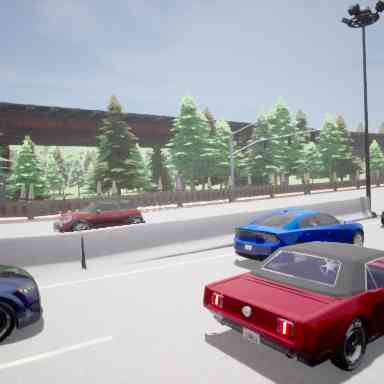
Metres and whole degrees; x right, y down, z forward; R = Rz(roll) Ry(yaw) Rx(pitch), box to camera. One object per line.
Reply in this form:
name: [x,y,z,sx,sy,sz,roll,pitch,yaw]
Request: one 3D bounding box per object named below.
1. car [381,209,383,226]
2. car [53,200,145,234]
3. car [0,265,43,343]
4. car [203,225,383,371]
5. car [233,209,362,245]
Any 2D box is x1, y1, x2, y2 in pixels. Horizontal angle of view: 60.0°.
car: [10.841,0.879,15.875,4.181,1.385,1.994,-4,2,-36]
car: [-4.903,1.267,17.717,4.553,1.767,2.097,-2,1,-36]
car: [-4.489,1.563,4.847,4.181,1.385,1.994,0,0,-36]
car: [2.573,1.528,5.607,4.718,1.301,1.895,-2,1,-36]
car: [3.561,1.283,10.630,5.008,1.535,1.882,-3,2,-36]
